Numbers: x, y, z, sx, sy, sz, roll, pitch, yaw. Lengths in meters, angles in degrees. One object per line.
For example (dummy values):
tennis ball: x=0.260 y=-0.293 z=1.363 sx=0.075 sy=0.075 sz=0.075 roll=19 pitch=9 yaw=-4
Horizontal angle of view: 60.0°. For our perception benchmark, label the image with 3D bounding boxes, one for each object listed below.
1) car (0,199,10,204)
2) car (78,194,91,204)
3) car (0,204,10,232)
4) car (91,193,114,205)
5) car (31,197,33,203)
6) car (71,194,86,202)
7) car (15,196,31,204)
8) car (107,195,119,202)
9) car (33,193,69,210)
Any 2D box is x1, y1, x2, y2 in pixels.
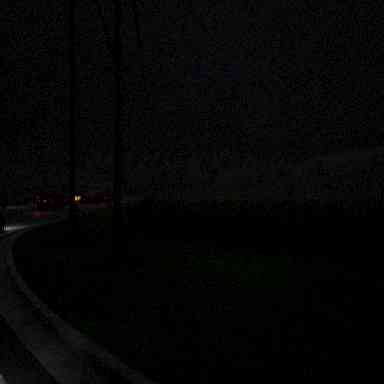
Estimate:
car: x=-24.433 y=1.512 z=41.108 sx=1.895 sy=1.301 sz=4.718 roll=0 pitch=0 yaw=-5
car: x=-19.401 y=1.246 z=61.931 sx=2.097 sy=1.767 sz=4.553 roll=0 pitch=0 yaw=-5
car: x=-11.176 y=1.526 z=17.125 sx=1.994 sy=1.385 sz=4.181 roll=0 pitch=0 yaw=-12
car: x=-15.440 y=1.130 z=57.961 sx=2.150 sy=2.045 sz=5.566 roll=0 pitch=0 yaw=-5
car: x=-26.250 y=1.110 z=59.839 sx=2.150 sy=2.045 sz=5.566 roll=0 pitch=0 yaw=-5
car: x=-23.633 y=1.189 z=69.508 sx=1.882 sy=1.535 sz=5.008 roll=0 pitch=0 yaw=-5
car: x=-29.740 y=1.429 z=59.569 sx=2.033 sy=1.411 sz=5.357 roll=0 pitch=0 yaw=-5
car: x=-16.656 y=1.442 z=70.087 sx=1.994 sy=1.385 sz=4.181 roll=0 pitch=0 yaw=-5
car: x=-17.444 y=1.143 z=41.555 sx=2.150 sy=2.045 sz=5.566 roll=0 pitch=0 yaw=-5
